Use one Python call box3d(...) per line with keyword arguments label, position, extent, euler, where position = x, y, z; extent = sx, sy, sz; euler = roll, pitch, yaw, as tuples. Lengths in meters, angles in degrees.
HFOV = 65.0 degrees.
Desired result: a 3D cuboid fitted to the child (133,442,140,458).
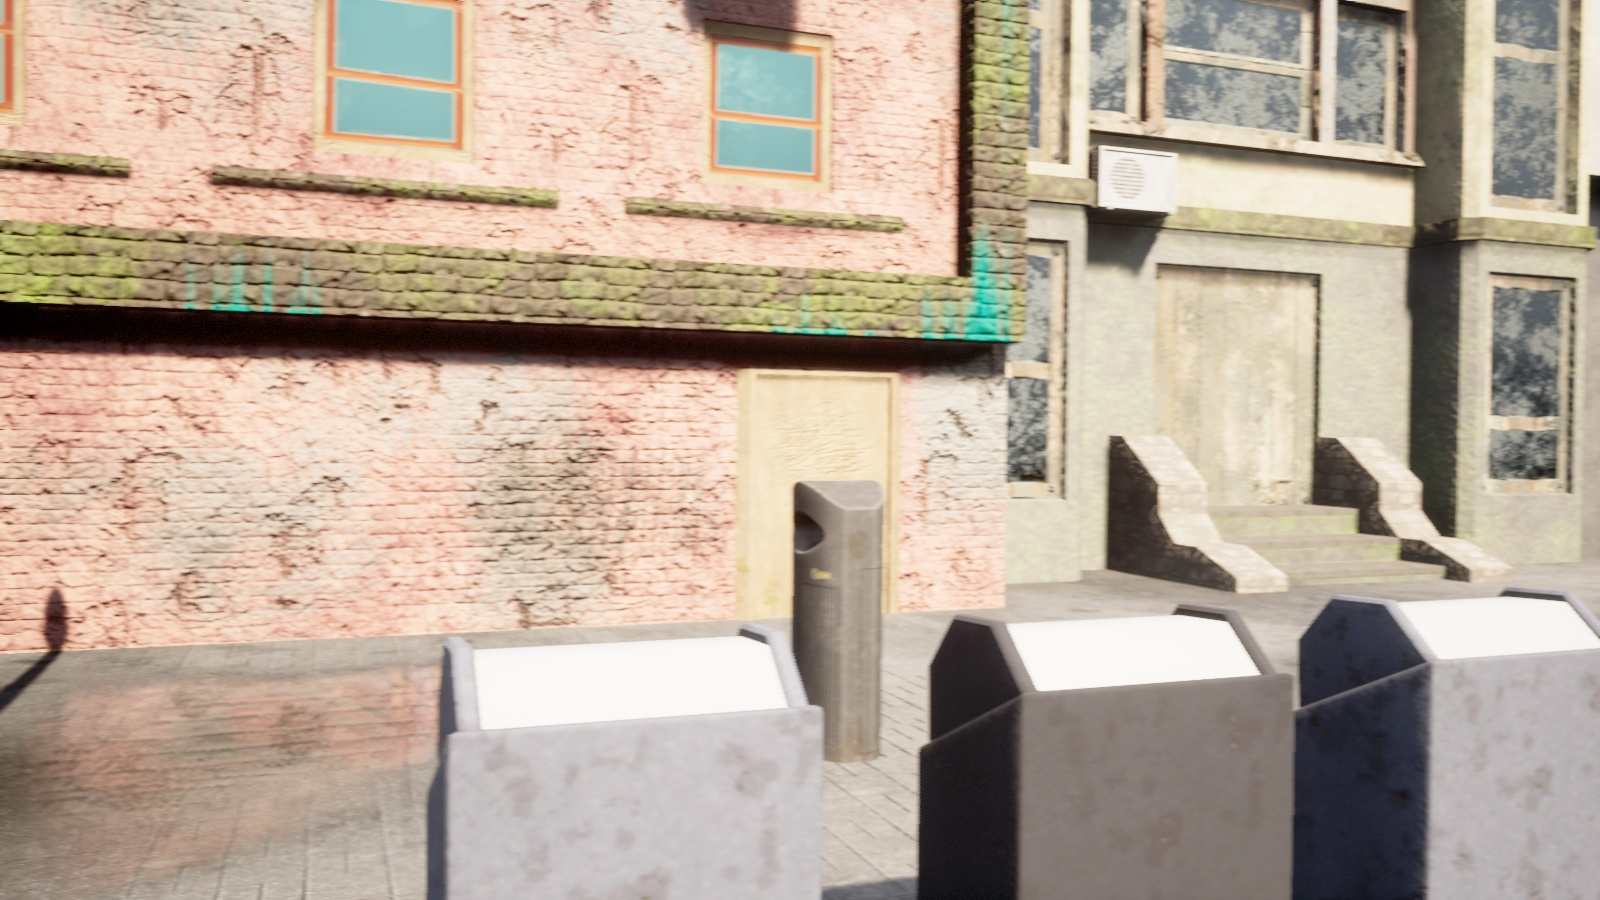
box3d(label="child", position=(-44.741, -0.007, 84.713), extent=(0.394, 1.110, 0.255), euler=(-1, 1, -21))
